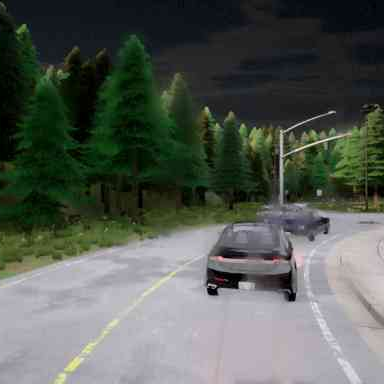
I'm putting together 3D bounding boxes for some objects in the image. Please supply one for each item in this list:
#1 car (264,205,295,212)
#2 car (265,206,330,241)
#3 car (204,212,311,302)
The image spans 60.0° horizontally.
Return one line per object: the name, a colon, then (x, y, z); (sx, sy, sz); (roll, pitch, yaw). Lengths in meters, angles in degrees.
car: (6.584, 1.613, 23.774); (4.718, 1.301, 1.895); (0, 0, -43)
car: (5.602, 1.601, 16.874); (1.895, 1.301, 4.718); (0, 0, 34)
car: (1.590, 1.492, 8.405); (2.128, 1.511, 4.902); (0, 0, 14)
